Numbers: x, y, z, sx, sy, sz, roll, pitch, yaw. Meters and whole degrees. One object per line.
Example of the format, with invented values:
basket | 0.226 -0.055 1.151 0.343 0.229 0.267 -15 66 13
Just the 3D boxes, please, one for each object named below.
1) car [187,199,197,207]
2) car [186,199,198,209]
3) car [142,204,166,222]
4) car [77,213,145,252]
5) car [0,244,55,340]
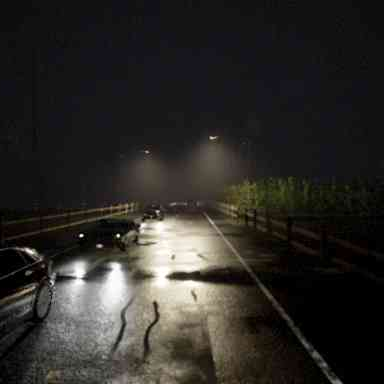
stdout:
car | -0.024 2.285 70.626 2.097 1.767 4.553 0 -1 0
car | -0.021 2.375 60.617 1.837 1.490 4.892 0 -1 0
car | -3.514 1.951 31.183 1.837 1.490 4.892 0 -1 0
car | -3.558 1.807 15.034 1.895 1.301 4.718 0 -1 0
car | -3.592 1.571 4.648 1.837 1.490 4.892 0 -1 0
